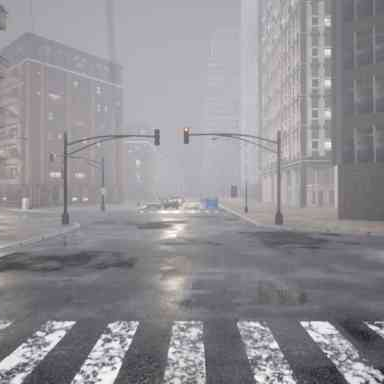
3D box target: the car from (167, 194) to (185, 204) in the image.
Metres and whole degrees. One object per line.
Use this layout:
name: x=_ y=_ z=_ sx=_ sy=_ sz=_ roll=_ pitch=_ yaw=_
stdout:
car: x=-2.705 y=1.414 z=54.177 sx=2.097 sy=1.767 sz=4.553 roll=0 pitch=0 yaw=0

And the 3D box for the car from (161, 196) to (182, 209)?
car: x=-2.730 y=1.643 z=45.051 sx=1.895 sy=1.301 sz=4.718 roll=0 pitch=0 yaw=0

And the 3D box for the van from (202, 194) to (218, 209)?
van: x=2.669 y=1.385 z=45.905 sx=1.690 sy=1.788 sz=3.998 roll=0 pitch=0 yaw=0

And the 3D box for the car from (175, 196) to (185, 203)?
car: x=-2.588 y=1.667 z=73.899 sx=1.994 sy=1.385 sz=4.181 roll=0 pitch=0 yaw=0

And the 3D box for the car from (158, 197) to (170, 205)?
car: x=-5.176 y=1.649 z=62.580 sx=1.947 sy=1.339 sz=4.313 roll=0 pitch=0 yaw=0

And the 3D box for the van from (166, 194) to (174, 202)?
van: x=-5.139 y=1.472 z=79.236 sx=1.690 sy=1.788 sz=3.998 roll=0 pitch=0 yaw=0

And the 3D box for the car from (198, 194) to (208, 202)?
car: x=2.752 y=1.465 z=84.773 sx=2.192 sy=1.841 sz=5.009 roll=0 pitch=0 yaw=0

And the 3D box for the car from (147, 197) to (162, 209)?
car: x=-5.212 y=1.569 z=45.752 sx=1.752 sy=1.417 sz=4.829 roll=0 pitch=0 yaw=0

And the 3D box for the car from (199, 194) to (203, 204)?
car: x=2.717 y=1.643 z=68.114 sx=1.887 sy=1.381 sz=4.507 roll=0 pitch=0 yaw=0

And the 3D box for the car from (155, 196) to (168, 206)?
car: x=-5.187 y=1.509 z=57.028 sx=1.967 sy=1.590 sz=4.097 roll=0 pitch=0 yaw=0

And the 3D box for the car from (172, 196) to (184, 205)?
car: x=-2.657 y=1.578 z=64.017 sx=2.128 sy=1.511 sz=4.902 roll=0 pitch=0 yaw=1
